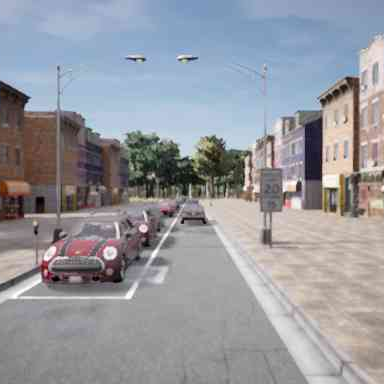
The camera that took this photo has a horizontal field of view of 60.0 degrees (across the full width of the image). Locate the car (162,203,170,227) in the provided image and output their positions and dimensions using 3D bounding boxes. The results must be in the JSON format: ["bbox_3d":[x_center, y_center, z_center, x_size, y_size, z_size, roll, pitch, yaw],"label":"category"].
[{"bbox_3d":[-2.641,1.610,20.398,1.947,1.339,4.313,-1,0,0],"label":"car"}]

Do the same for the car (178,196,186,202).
[{"bbox_3d":[-2.630,1.818,85.615,1.947,1.339,4.313,-1,0,0],"label":"car"}]

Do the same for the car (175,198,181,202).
[{"bbox_3d":[-2.638,1.641,36.702,2.008,1.369,4.403,-1,0,0],"label":"car"}]

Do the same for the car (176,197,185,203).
[{"bbox_3d":[-2.631,1.795,74.746,1.802,1.307,4.206,-1,0,0],"label":"car"}]

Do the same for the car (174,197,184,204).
[{"bbox_3d":[-2.632,1.760,69.311,1.947,1.339,4.313,-1,0,0],"label":"car"}]

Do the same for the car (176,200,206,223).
[{"bbox_3d":[0.107,1.609,25.810,2.033,1.411,5.357,0,0,0],"label":"car"}]

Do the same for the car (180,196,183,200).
[{"bbox_3d":[-2.636,1.688,47.572,1.947,1.339,4.313,-1,0,0],"label":"car"}]

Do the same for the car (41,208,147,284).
[{"bbox_3d":[-2.644,1.459,9.529,1.967,1.590,4.097,-1,0,0],"label":"car"}]

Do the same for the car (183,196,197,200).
[{"bbox_3d":[0.091,1.625,50.337,2.128,1.511,4.902,0,0,0],"label":"car"}]

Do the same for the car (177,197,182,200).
[{"bbox_3d":[-2.637,1.651,42.137,1.887,1.381,4.507,-1,0,0],"label":"car"}]

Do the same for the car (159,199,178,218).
[{"bbox_3d":[-2.639,1.619,31.267,1.887,1.381,4.507,-1,0,0],"label":"car"}]

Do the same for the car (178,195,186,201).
[{"bbox_3d":[-2.630,1.712,91.051,1.967,1.590,4.097,-1,0,0],"label":"car"}]

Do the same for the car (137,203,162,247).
[{"bbox_3d":[-2.643,1.471,14.963,1.967,1.590,4.097,-1,0,0],"label":"car"}]
